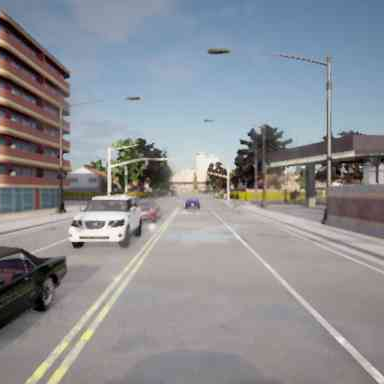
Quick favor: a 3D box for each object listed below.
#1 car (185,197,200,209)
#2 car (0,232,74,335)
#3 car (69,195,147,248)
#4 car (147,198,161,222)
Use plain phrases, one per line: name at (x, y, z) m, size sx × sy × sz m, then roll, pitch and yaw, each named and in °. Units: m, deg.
car at (0.093, 1.383, 42.848) m, size 1.812 × 1.442 × 4.674 m, roll 0°, pitch 0°, yaw 0°
car at (-3.597, 1.584, 4.920) m, size 1.895 × 1.301 × 4.718 m, roll 0°, pitch 0°, yaw 0°
car at (-3.586, 1.172, 14.941) m, size 2.150 × 2.045 × 5.566 m, roll 0°, pitch 0°, yaw 0°
car at (-3.544, 1.269, 25.073) m, size 2.097 × 1.767 × 4.553 m, roll 0°, pitch 0°, yaw 0°
